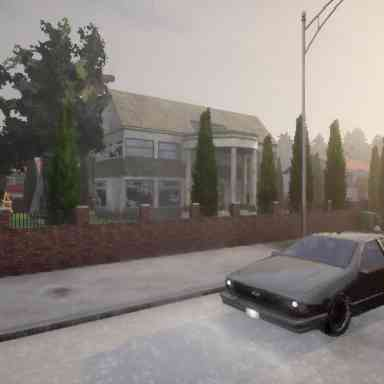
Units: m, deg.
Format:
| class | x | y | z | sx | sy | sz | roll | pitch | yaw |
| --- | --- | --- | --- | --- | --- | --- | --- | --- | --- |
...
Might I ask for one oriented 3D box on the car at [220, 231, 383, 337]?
| class | x | y | z | sx | sy | sz | roll | pitch | yaw |
| --- | --- | --- | --- | --- | --- | --- | --- | --- | --- |
| car | 3.129 | 1.547 | 6.847 | 5.357 | 1.411 | 2.033 | 0 | 0 | -36 |
